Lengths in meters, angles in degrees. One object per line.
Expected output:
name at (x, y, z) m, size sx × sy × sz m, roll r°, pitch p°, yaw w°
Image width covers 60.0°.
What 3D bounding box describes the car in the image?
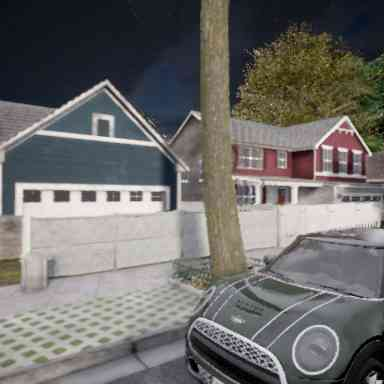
car at (2.129, 1.352, 4.593) m, size 4.553 × 1.767 × 2.097 m, roll 0°, pitch 0°, yaw -36°
